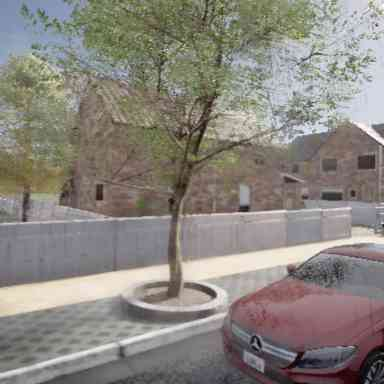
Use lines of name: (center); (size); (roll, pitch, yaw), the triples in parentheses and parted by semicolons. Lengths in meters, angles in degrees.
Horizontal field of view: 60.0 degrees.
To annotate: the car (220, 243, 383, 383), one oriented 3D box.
car: (2.552, 1.549, 4.888); (4.674, 1.442, 1.812); (0, 0, -35)
